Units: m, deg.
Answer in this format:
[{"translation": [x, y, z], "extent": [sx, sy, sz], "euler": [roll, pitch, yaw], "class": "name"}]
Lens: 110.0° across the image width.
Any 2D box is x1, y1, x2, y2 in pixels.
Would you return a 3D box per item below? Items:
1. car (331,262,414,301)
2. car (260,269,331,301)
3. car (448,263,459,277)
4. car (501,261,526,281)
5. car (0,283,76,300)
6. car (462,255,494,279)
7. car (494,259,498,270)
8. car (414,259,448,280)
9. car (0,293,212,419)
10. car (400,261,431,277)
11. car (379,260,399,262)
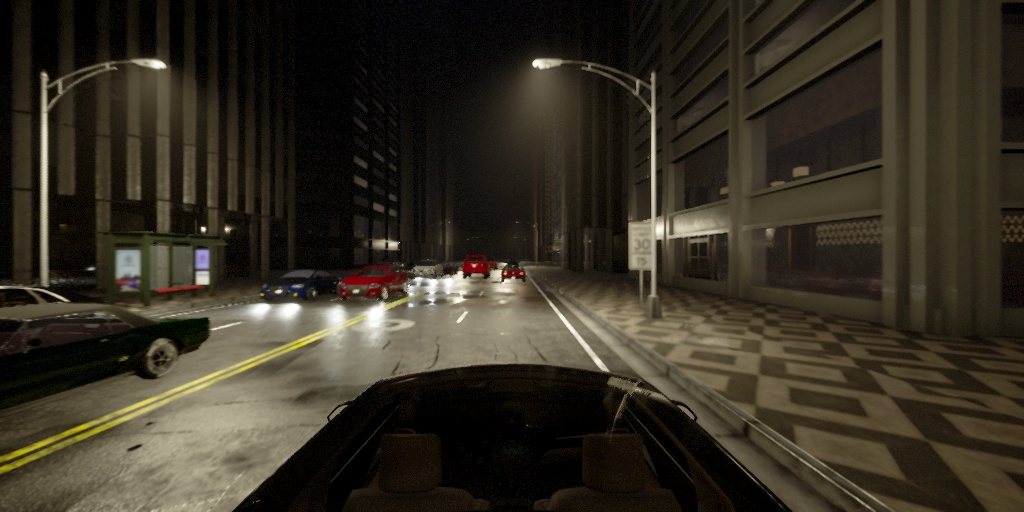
[{"translation": [-6.589, 1.224, 17.662], "extent": [1.882, 1.535, 5.008], "euler": [0, 0, 0], "class": "car"}, {"translation": [-9.840, 1.311, 17.103], "extent": [1.994, 1.385, 4.181], "euler": [0, 0, 0], "class": "car"}, {"translation": [-6.536, 1.349, 35.369], "extent": [1.895, 1.301, 4.718], "euler": [0, 0, 1], "class": "car"}, {"translation": [0.107, 1.348, 29.213], "extent": [1.895, 1.301, 4.718], "euler": [0, 0, 0], "class": "car"}, {"translation": [-9.839, 1.254, 5.874], "extent": [1.837, 1.490, 4.892], "euler": [0, 0, 1], "class": "car"}, {"translation": [-3.149, 0.962, 32.684], "extent": [2.150, 2.045, 5.566], "euler": [0, -1, 0], "class": "car"}, {"translation": [-3.164, 1.106, 52.009], "extent": [2.097, 1.767, 4.553], "euler": [0, 0, 0], "class": "car"}, {"translation": [-6.494, 0.989, 27.959], "extent": [1.812, 1.442, 4.674], "euler": [0, 0, 0], "class": "car"}, {"translation": [-6.596, 1.350, 4.498], "extent": [1.895, 1.301, 4.718], "euler": [0, 0, 0], "class": "car"}, {"translation": [-9.774, 1.274, 36.711], "extent": [1.812, 1.442, 4.674], "euler": [0, 0, 1], "class": "car"}, {"translation": [-9.744, 1.004, 27.960], "extent": [2.033, 1.411, 5.357], "euler": [0, 0, 0], "class": "car"}]
